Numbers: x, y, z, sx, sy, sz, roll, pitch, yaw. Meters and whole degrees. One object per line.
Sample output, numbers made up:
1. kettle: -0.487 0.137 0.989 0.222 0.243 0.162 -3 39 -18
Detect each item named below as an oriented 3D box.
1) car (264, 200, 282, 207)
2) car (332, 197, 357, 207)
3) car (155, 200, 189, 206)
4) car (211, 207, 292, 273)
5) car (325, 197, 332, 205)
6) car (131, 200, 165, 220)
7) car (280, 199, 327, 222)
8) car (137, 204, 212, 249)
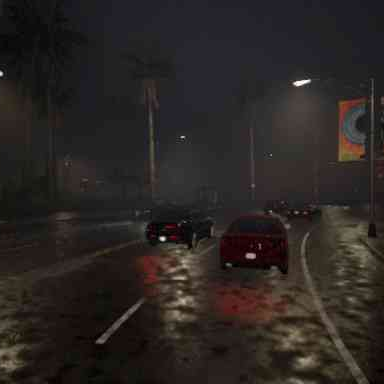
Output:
1. car: 8.509 1.512 32.126 1.837 1.490 4.892 0 0 34
2. car: 25.793 1.579 55.488 5.008 1.535 1.882 0 0 -42
3. car: -0.542 1.514 23.839 1.994 1.385 4.181 0 0 26
4. car: 2.137 1.474 10.850 1.882 1.535 5.008 0 0 15
5. car: 24.811 1.634 59.303 5.357 1.411 2.033 0 0 -42
6. car: -2.940 1.416 26.922 2.128 1.511 4.902 0 0 28
7. car: 9.051 1.570 26.743 2.033 1.411 5.357 1 0 31
8. car: -0.337 1.474 14.591 1.837 1.490 4.892 0 0 18
